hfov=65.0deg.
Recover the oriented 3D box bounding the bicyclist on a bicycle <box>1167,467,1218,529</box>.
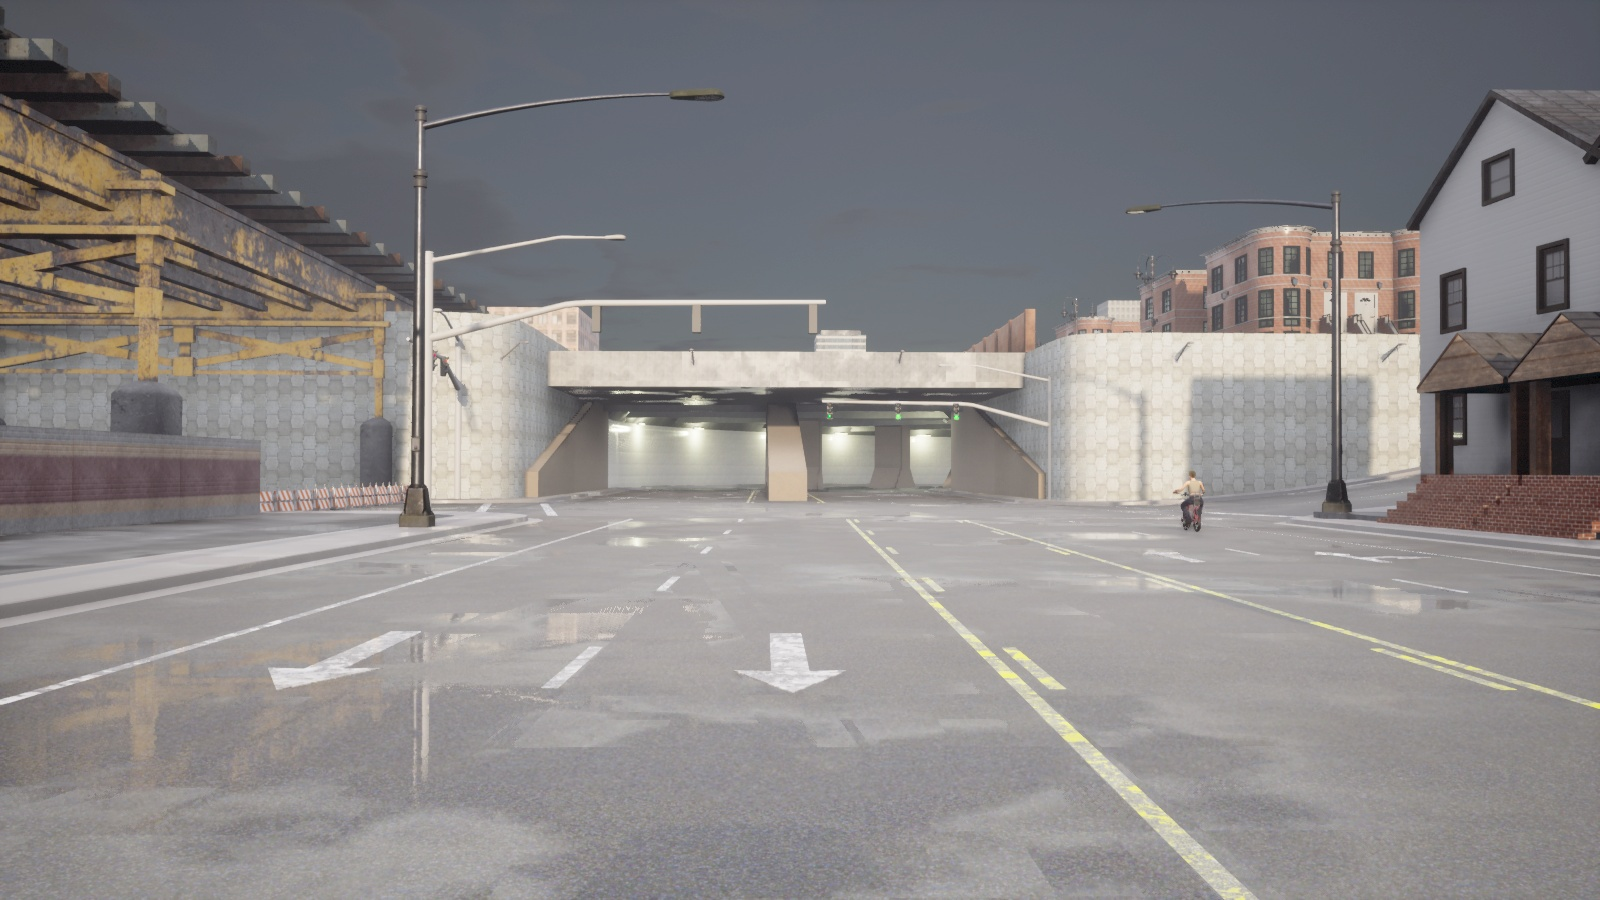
[{"bbox_3d":[10.415,1.269,33.403,0.866,1.612,1.509,0,-1,0],"label":"bicyclist on a bicycle"}]
